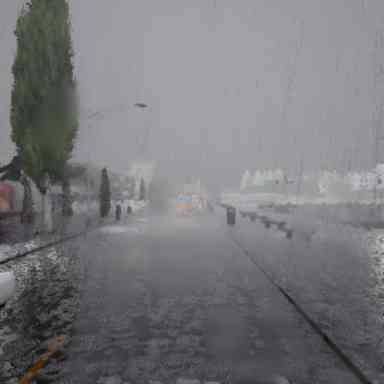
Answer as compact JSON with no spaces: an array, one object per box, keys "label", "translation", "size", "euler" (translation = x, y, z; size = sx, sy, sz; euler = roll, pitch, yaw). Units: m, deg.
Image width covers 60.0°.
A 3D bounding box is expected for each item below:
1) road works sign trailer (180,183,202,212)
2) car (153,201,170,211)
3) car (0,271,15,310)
[{"label":"road works sign trailer","translation":[0.013,0.645,40.899],"size":[2.380,3.560,2.880],"euler":[0,0,0]},{"label":"car","translation":[-4.072,1.798,44.565],"size":[1.895,1.301,4.718],"euler":[0,0,0]},{"label":"car","translation":[-4.100,1.618,3.733],"size":[1.895,1.301,4.718],"euler":[0,0,0]}]
